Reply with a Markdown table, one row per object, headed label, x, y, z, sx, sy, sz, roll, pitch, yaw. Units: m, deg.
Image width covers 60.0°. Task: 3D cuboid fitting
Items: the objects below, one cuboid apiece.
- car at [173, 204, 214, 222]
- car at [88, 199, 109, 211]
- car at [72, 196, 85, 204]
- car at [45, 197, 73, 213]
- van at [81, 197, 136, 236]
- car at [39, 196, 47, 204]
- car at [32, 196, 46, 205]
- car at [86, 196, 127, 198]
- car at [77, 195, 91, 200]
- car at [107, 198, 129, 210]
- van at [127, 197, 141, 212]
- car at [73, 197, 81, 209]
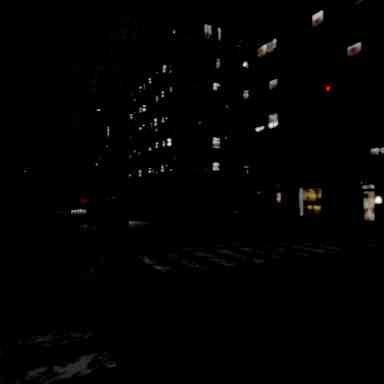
| label | x | y | z | sx | sy | sz | roll | pitch | yaw |
| --- | --- | --- | --- | --- | --- | --- | --- | --- | --- |
| car | -0.006 | 1.641 | 27.252 | 1.752 | 1.417 | 4.829 | 1 | -1 | -28 |
| car | -12.916 | 1.727 | 45.751 | 1.837 | 1.490 | 4.892 | 1 | -1 | -28 |
| car | -26.428 | 1.811 | 77.246 | 2.097 | 1.767 | 4.553 | 1 | -1 | -28 |
| car | -15.155 | 1.573 | 37.794 | 1.967 | 1.590 | 4.097 | 1 | -1 | -28 |
| van | -4.696 | 1.346 | 18.265 | 1.690 | 1.788 | 3.998 | 1 | -1 | -28 |
| car | -20.384 | 1.514 | 47.561 | 2.192 | 1.841 | 5.009 | 1 | -1 | -28 |
| car | -30.842 | 1.650 | 67.091 | 2.192 | 1.841 | 5.009 | 1 | -1 | -28 |
| car | -7.592 | 1.444 | 29.156 | 2.097 | 1.767 | 4.553 | 1 | -1 | -28 |
| car | -17.870 | 1.507 | 54.913 | 2.150 | 2.045 | 5.566 | 1 | -1 | -28 |
| car | -10.384 | 1.685 | 46.635 | 1.967 | 1.590 | 4.097 | 1 | -1 | -28 |
| van | -7.768 | 1.553 | 41.753 | 1.690 | 1.788 | 3.998 | 1 | -1 | -28 |
| car | -17.926 | 1.824 | 48.649 | 1.895 | 1.301 | 4.718 | 1 | -1 | -28 |
